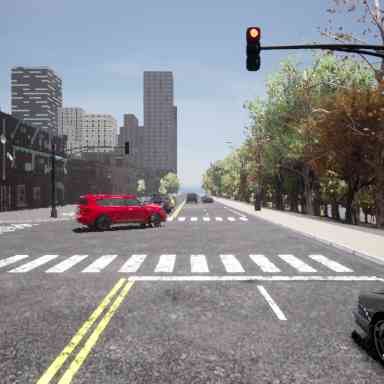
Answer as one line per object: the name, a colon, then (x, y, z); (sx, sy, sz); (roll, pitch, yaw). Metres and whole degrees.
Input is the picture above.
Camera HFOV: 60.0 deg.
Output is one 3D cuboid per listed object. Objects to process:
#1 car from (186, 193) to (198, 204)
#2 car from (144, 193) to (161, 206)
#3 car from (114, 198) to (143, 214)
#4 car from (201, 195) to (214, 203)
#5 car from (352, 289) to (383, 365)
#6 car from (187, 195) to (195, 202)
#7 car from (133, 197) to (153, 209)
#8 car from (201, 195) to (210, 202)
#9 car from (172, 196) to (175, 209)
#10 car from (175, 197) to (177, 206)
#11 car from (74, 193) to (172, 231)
car: (-0.027, 1.197, 65.386); (2.150, 2.045, 5.566); (0, 0, 0)
car: (-6.694, 1.201, 56.663); (2.150, 2.045, 5.566); (0, 0, 1)
car: (-6.661, 1.480, 35.573); (2.128, 1.511, 4.902); (0, 0, 0)
car: (3.223, 1.539, 65.880); (1.994, 1.385, 4.181); (0, 0, 0)
car: (3.345, 1.547, 2.563); (2.033, 1.411, 5.357); (0, 0, 0)
car: (-0.150, 1.494, 75.814); (1.812, 1.442, 4.674); (0, 0, 0)
car: (-6.675, 1.476, 45.974); (2.128, 1.511, 4.902); (0, 0, 0)
car: (3.103, 1.447, 75.908); (1.882, 1.535, 5.008); (0, 0, 0)
car: (-3.421, 1.210, 35.900); (2.150, 2.045, 5.566); (0, 0, 1)
car: (-3.425, 1.462, 45.898); (1.882, 1.535, 5.008); (0, 0, 0)
car: (-4.329, 1.213, 20.578); (5.566, 2.045, 2.150); (0, 1, -34)
